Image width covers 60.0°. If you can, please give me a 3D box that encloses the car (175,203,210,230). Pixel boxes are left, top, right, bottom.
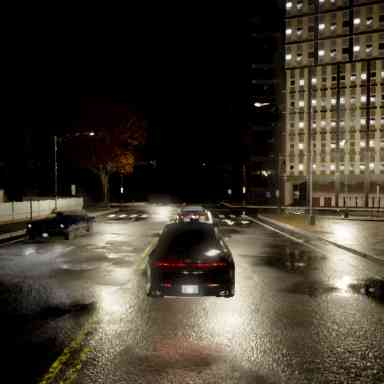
[{"bbox_3d":[0.045,1.544,22.324,2.033,1.411,5.357,0,0,0],"label":"car"}]

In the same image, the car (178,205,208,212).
[{"bbox_3d":[0.105,1.486,13.300,2.128,1.511,4.902,0,0,0],"label":"car"}]

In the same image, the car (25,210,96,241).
[{"bbox_3d":[-6.487,1.597,16.939,1.895,1.301,4.718,0,0,1],"label":"car"}]

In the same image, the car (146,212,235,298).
[{"bbox_3d":[-0.020,1.503,8.477,1.837,1.490,4.892,0,0,0],"label":"car"}]
